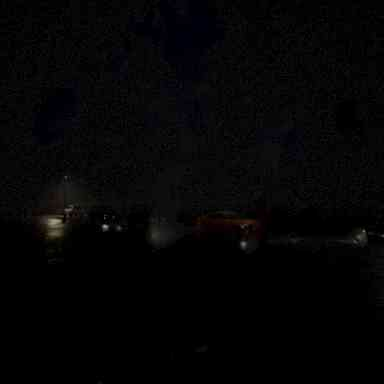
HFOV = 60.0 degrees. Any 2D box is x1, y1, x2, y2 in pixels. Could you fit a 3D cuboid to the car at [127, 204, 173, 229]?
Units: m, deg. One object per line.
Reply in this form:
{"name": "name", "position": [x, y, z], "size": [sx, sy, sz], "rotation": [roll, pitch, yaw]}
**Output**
{"name": "car", "position": [-3.866, 2.098, 29.645], "size": [2.150, 2.045, 5.566], "rotation": [1, -3, -36]}

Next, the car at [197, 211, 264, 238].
{"name": "car", "position": [2.297, 1.968, 20.972], "size": [1.882, 1.535, 5.008], "rotation": [1, -3, -35]}

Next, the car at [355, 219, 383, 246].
{"name": "car", "position": [9.000, 1.746, 14.352], "size": [1.994, 1.385, 4.181], "rotation": [0, -2, -8]}

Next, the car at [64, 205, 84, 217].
{"name": "car", "position": [-20.835, 3.380, 58.494], "size": [2.150, 2.045, 5.566], "rotation": [1, -3, -36]}

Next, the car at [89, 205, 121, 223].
{"name": "car", "position": [-10.158, 2.497, 38.479], "size": [2.150, 2.045, 5.566], "rotation": [1, -2, -35]}
